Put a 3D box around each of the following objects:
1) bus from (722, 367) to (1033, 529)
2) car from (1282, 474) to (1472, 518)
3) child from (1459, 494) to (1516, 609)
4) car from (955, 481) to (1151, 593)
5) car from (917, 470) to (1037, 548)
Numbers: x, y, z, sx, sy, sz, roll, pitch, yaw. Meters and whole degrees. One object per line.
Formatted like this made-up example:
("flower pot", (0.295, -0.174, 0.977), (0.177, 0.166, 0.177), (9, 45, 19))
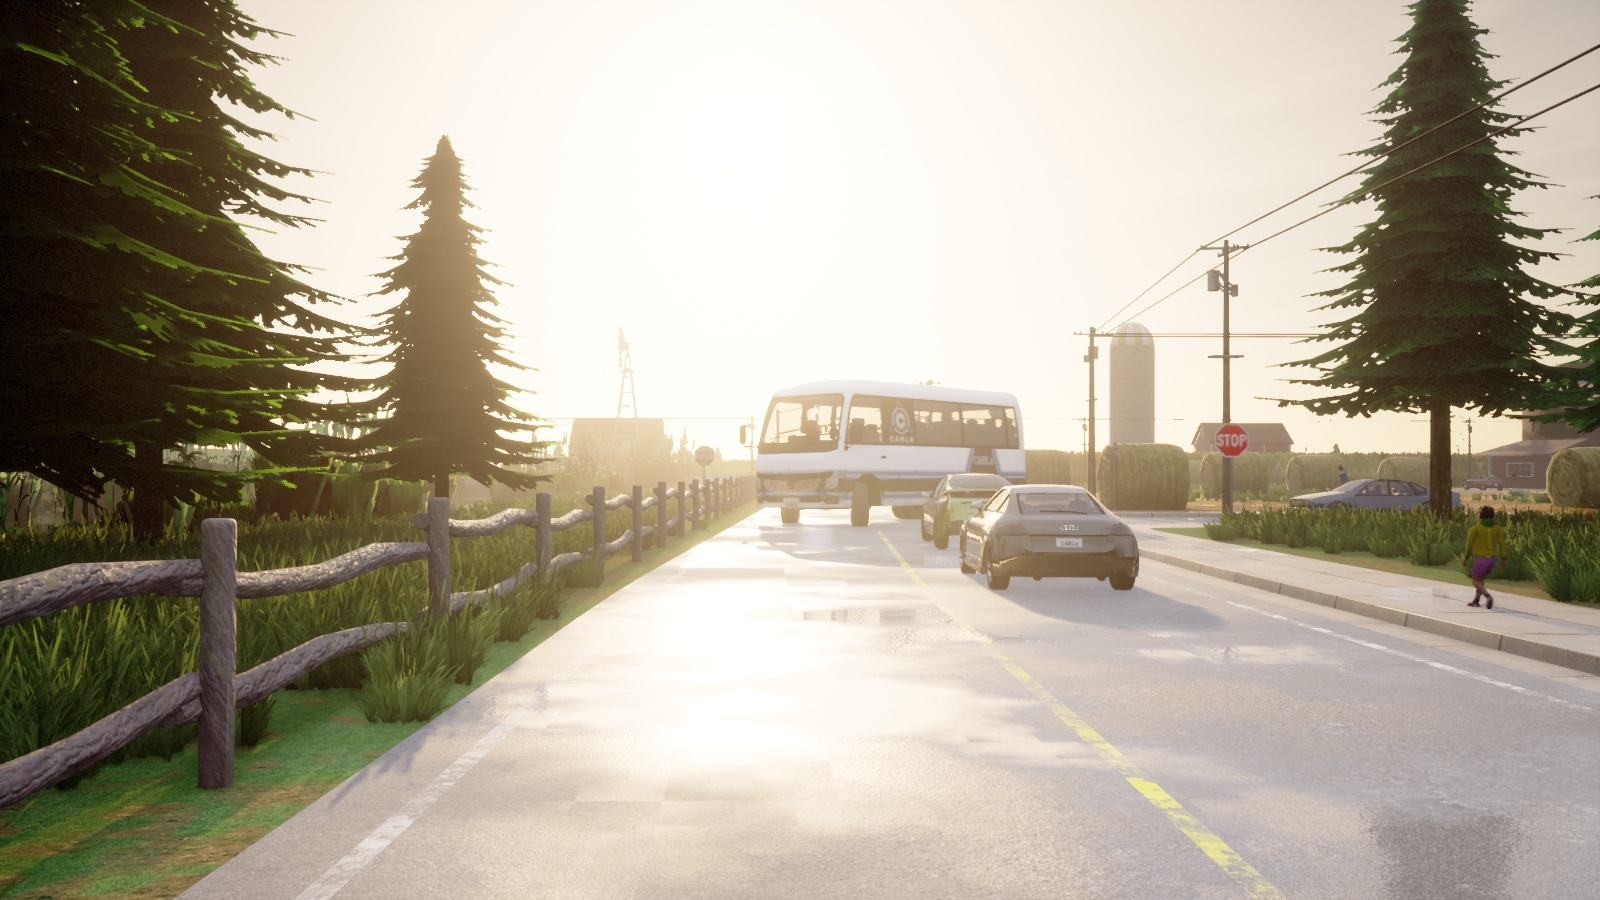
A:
("bus", (2.663, 0.068, 38.144), (3.944, 4.253, 10.273), (-2, -2, 41))
("car", (19.042, 1.509, 41.586), (5.357, 1.411, 2.033), (0, -1, -1))
("child", (7.099, 1.035, 12.975), (0.299, 1.160, 0.473), (0, -1, -2))
("car", (3.463, 1.159, 18.025), (1.994, 1.385, 4.181), (0, -1, 1))
("car", (3.652, 1.185, 26.666), (2.007, 1.525, 4.514), (0, -1, 1))
